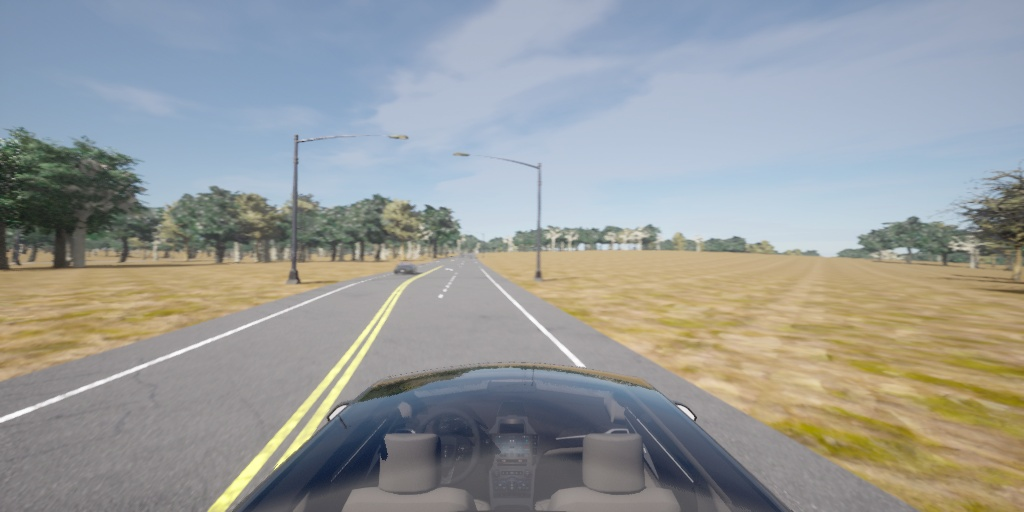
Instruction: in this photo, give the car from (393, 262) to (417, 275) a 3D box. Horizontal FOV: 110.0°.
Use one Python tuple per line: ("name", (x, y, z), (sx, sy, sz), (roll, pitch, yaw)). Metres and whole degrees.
("car", (-11.526, 1.334, 38.996), (1.994, 1.385, 4.181), (1, 0, -7))
